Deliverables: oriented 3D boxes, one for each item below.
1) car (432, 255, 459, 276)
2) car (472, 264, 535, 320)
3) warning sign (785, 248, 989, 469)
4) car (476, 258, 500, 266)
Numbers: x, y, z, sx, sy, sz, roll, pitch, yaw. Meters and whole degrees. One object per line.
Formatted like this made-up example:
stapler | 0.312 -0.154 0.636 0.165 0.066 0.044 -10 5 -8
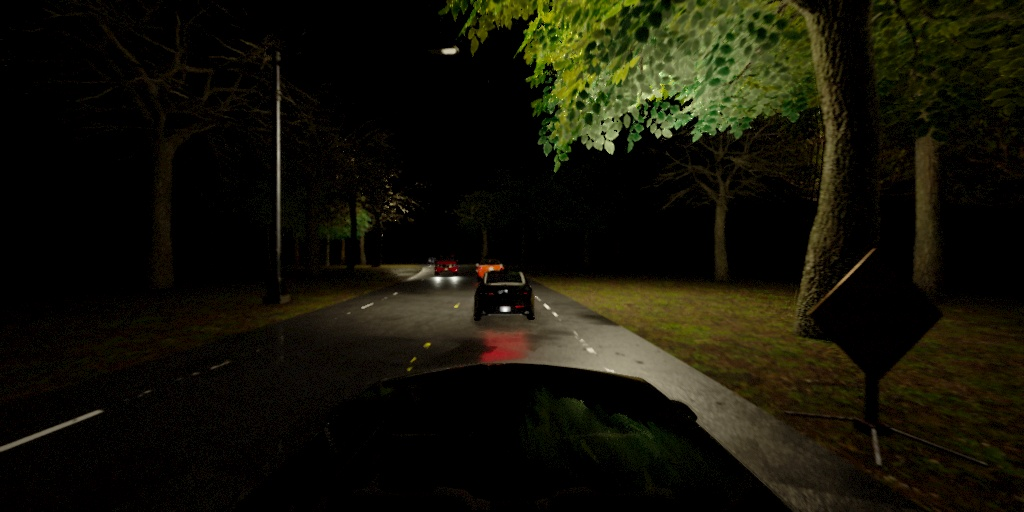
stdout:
car | -6.585 0.898 36.203 2.150 2.045 5.566 0 0 -9
car | -0.315 1.217 12.516 1.837 1.490 4.892 0 1 -3
warning sign | 3.541 0.853 3.533 1.300 1.860 1.060 0 0 -1
car | -1.826 1.031 29.037 2.097 1.767 4.553 0 0 -7
